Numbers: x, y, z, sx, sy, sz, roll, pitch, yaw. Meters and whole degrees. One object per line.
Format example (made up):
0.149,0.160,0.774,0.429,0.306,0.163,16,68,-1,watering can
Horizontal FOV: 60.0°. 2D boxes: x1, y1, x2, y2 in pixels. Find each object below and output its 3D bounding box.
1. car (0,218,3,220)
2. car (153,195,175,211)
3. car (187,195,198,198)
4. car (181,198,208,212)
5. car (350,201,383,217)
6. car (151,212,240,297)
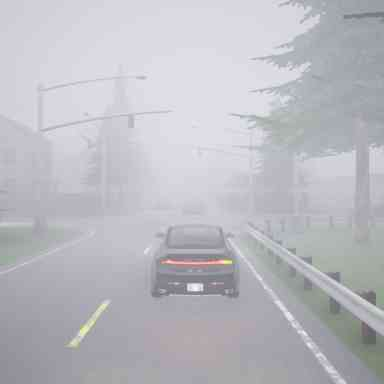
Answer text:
-15.618,1.547,23.286,4.181,1.385,1.994,0,0,0,car
-3.525,1.505,41.726,1.837,1.490,4.892,0,0,0,car
0.193,1.352,57.750,2.097,1.767,4.553,0,0,0,car
0.276,1.546,31.317,2.033,1.411,5.357,0,0,10,car
15.326,1.490,26.742,4.892,1.490,1.837,0,0,0,car
0.078,1.505,8.533,1.837,1.490,4.892,0,0,0,car
